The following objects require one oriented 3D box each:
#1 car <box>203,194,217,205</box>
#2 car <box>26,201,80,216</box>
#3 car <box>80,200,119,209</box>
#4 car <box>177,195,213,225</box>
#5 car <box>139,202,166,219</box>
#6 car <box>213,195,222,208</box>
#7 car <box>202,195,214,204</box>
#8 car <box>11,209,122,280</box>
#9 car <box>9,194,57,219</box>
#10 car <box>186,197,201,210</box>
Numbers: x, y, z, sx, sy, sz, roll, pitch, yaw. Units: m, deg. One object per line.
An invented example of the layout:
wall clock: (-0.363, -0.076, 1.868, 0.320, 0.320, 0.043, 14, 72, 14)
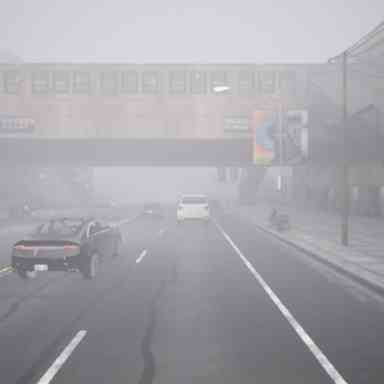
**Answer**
car: (3.185, 1.332, 58.265, 2.185, 1.767, 4.553, 0, 0, 0)
car: (-10.594, 1.591, 25.816, 1.895, 1.301, 4.718, 0, 0, 0)
car: (-7.086, 1.516, 26.621, 1.812, 1.442, 4.674, 0, 0, 0)
car: (0.101, 1.213, 24.026, 2.150, 2.045, 5.566, 0, 0, 0)
car: (-3.391, 1.553, 28.960, 1.994, 1.385, 4.181, 0, 0, 0)
car: (3.145, 1.463, 47.489, 2.231, 1.521, 4.892, 0, 0, 10)
car: (3.049, 1.455, 64.690, 2.097, 1.535, 5.008, 0, 0, 0)
car: (-3.400, 1.488, 9.909, 2.128, 1.511, 4.902, 0, 0, 0)
car: (-13.550, 1.218, 28.873, 2.435, 2.045, 5.566, 0, 0, 0)
car: (0.216, 1.488, 43.205, 1.837, 1.490, 4.892, 0, 0, 0)
